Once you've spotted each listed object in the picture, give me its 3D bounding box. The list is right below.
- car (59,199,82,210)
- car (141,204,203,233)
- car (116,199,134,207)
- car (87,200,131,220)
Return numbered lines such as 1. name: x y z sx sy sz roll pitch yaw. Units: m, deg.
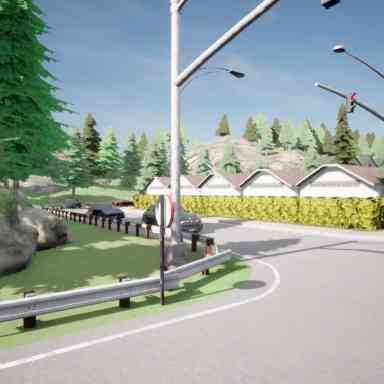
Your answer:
1. car: -16.754 1.686 46.071 1.837 1.490 4.892 -1 0 0
2. car: -1.304 1.544 20.485 2.097 1.767 4.553 0 0 -35
3. car: -11.010 1.777 53.305 1.895 1.301 4.718 0 0 33
4. car: -7.732 1.739 29.630 2.033 1.411 5.357 0 0 -35
